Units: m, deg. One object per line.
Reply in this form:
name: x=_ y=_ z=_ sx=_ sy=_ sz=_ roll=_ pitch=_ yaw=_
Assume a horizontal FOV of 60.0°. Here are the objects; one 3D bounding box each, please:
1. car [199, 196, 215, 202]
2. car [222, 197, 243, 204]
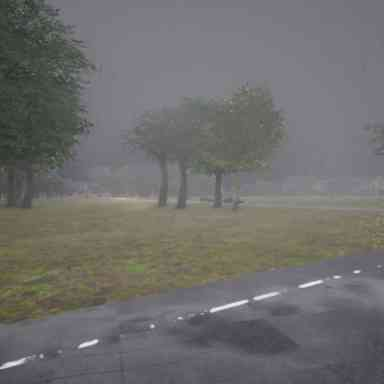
car: x=3.466 y=1.526 z=75.559 sx=1.994 sy=1.385 sz=4.181 roll=1 pitch=0 yaw=-34
car: x=8.158 y=1.671 z=68.496 sx=2.033 sy=1.411 sz=5.357 roll=1 pitch=-1 yaw=-33
